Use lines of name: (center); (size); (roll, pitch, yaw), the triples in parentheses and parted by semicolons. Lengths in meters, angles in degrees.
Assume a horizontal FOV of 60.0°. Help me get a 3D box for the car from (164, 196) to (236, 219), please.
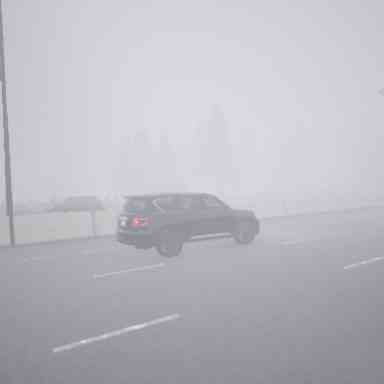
car: (0.687, 1.124, 25.772); (5.357, 1.411, 2.033); (-2, 1, -35)

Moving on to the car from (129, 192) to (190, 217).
car: (-2.688, 0.966, 27.693); (4.553, 1.767, 2.097); (-2, 1, -35)

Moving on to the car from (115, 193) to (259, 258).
car: (-0.023, 1.026, 12.262); (5.566, 2.045, 2.150); (-2, 1, -35)

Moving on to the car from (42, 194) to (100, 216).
car: (-11.001, 1.096, 30.438); (4.553, 1.767, 2.097); (-2, 1, -35)

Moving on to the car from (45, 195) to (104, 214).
car: (-9.658, 1.121, 27.107); (4.553, 1.767, 2.097); (-2, 1, -35)
